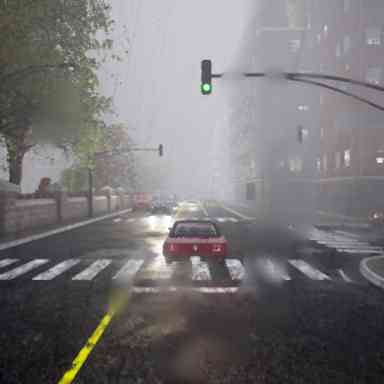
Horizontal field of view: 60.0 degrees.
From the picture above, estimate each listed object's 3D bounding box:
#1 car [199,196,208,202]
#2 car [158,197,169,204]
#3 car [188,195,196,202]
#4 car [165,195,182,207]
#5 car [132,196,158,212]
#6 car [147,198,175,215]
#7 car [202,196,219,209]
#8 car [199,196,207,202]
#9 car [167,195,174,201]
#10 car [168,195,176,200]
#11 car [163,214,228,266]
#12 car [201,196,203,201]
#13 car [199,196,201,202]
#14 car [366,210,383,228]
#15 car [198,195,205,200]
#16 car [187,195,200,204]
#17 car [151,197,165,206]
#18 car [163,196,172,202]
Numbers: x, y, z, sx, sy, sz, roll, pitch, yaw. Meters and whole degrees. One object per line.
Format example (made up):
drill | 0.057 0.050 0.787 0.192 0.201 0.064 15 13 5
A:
car | 2.695 1.620 77.867 1.887 1.381 4.507 0 0 0
car | -5.687 1.642 66.797 1.802 1.307 4.206 0 0 0
car | 0.008 1.460 74.858 1.882 1.535 5.008 0 0 0
car | -3.063 1.587 50.946 2.033 1.411 5.357 0 0 0
car | -5.691 1.341 39.122 2.192 1.841 5.009 0 0 0
car | -3.092 1.622 34.316 1.895 1.301 4.718 0 0 0
car | 2.691 1.558 44.826 1.752 1.417 4.829 0 0 0
car | 2.696 1.628 83.402 1.887 1.381 4.507 0 0 0
car | -5.684 1.618 88.768 1.752 1.417 4.829 0 0 0
car | -5.683 1.653 94.473 2.008 1.369 4.403 0 0 0
car | 0.099 1.606 11.588 1.895 1.301 4.718 0 0 0
car | 2.692 1.583 50.191 1.887 1.381 4.507 0 0 0
car | 2.692 1.596 55.727 2.008 1.369 4.403 0 0 0
car | 14.617 1.600 22.546 5.009 1.841 2.192 1 -1 0
car | 2.697 1.668 94.473 1.947 1.339 4.313 0 0 0
car | 0.008 1.658 64.884 1.895 1.301 4.718 0 0 0
car | -5.688 1.590 55.727 1.887 1.381 4.507 0 0 0
car | -5.685 1.657 77.868 1.802 1.307 4.206 0 0 0
